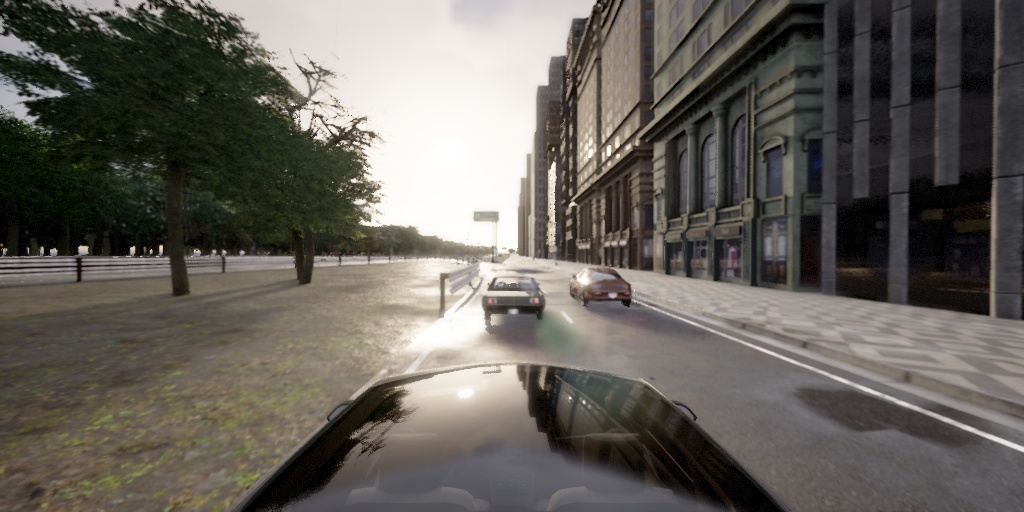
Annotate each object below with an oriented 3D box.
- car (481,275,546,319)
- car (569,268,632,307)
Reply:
[{"bbox_3d":[0.057,1.296,12.489,1.895,1.301,4.718,0,0,0],"label":"car"},{"bbox_3d":[3.574,1.209,14.974,1.812,1.442,4.674,0,0,0],"label":"car"}]
